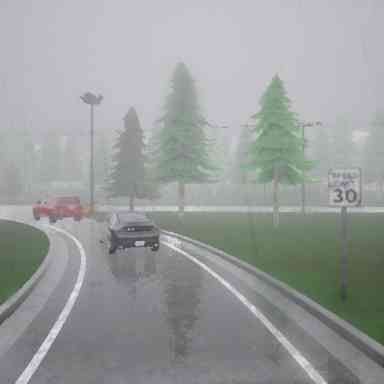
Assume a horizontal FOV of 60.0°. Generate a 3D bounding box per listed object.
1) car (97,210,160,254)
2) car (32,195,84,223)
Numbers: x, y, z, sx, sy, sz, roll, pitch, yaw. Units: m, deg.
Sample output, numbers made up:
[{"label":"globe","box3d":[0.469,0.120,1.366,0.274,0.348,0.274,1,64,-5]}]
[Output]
[{"label":"car","box3d":[-2.686,1.513,13.638,1.837,1.490,4.892,0,0,-22]},{"label":"car","box3d":[-10.387,1.255,25.662,2.150,2.045,5.566,0,0,-43]}]
